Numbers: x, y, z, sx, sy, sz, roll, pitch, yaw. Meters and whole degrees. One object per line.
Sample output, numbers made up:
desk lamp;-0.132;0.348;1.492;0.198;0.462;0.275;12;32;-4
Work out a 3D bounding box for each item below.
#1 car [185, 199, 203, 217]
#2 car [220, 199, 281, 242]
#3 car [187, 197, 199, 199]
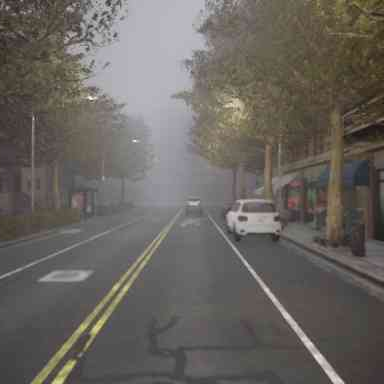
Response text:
car;0.203;1.855;36.406;2.128;1.511;4.902;0;-1;1
car;3.112;1.406;17.677;2.435;2.045;5.566;0;-1;0
car;0.197;1.688;46.839;2.150;2.045;5.566;0;-1;0
